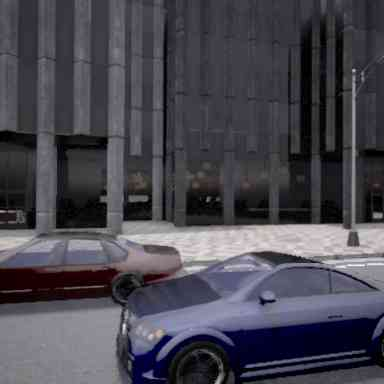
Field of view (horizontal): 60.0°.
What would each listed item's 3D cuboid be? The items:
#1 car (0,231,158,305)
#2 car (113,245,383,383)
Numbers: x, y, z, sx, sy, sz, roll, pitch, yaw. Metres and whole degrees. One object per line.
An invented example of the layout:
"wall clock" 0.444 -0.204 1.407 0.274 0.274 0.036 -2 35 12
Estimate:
"car" -2.795 1.586 7.203 5.357 1.411 2.033 1 0 -14
"car" 1.063 1.612 4.812 4.181 1.385 1.994 1 0 -14
